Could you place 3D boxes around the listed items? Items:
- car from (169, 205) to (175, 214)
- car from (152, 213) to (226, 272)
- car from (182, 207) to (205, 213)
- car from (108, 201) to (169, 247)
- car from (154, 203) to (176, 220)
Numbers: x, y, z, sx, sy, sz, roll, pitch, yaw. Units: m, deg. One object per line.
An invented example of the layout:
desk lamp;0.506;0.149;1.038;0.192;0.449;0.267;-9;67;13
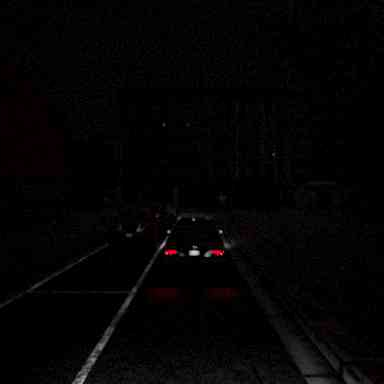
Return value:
car;-2.570;1.536;21.732;2.192;1.841;5.009;1;-1;0
car;0.084;1.660;11.172;2.033;1.411;5.357;0;-1;1
car;0.127;1.885;27.690;1.895;1.301;4.718;0;-1;0
car;-2.582;1.479;16.200;2.192;1.841;5.009;1;-1;0
car;-2.551;1.861;32.624;1.752;1.417;4.829;1;-1;0
